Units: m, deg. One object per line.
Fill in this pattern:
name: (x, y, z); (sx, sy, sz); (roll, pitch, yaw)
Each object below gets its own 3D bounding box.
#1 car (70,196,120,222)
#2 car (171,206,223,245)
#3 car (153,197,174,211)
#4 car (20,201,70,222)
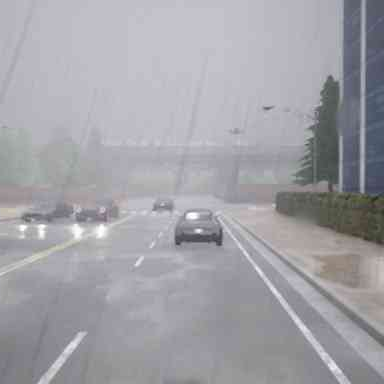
car: (-6.696, 1.177, 23.981); (2.097, 1.767, 4.553); (0, 0, 1)
car: (0.280, 1.442, 14.740); (1.994, 1.385, 4.181); (0, 0, 1)
car: (-2.944, 1.215, 35.199); (1.994, 1.385, 4.181); (0, 0, 1)
car: (-10.196, 1.365, 24.000); (2.033, 1.411, 5.357); (0, 0, 1)
